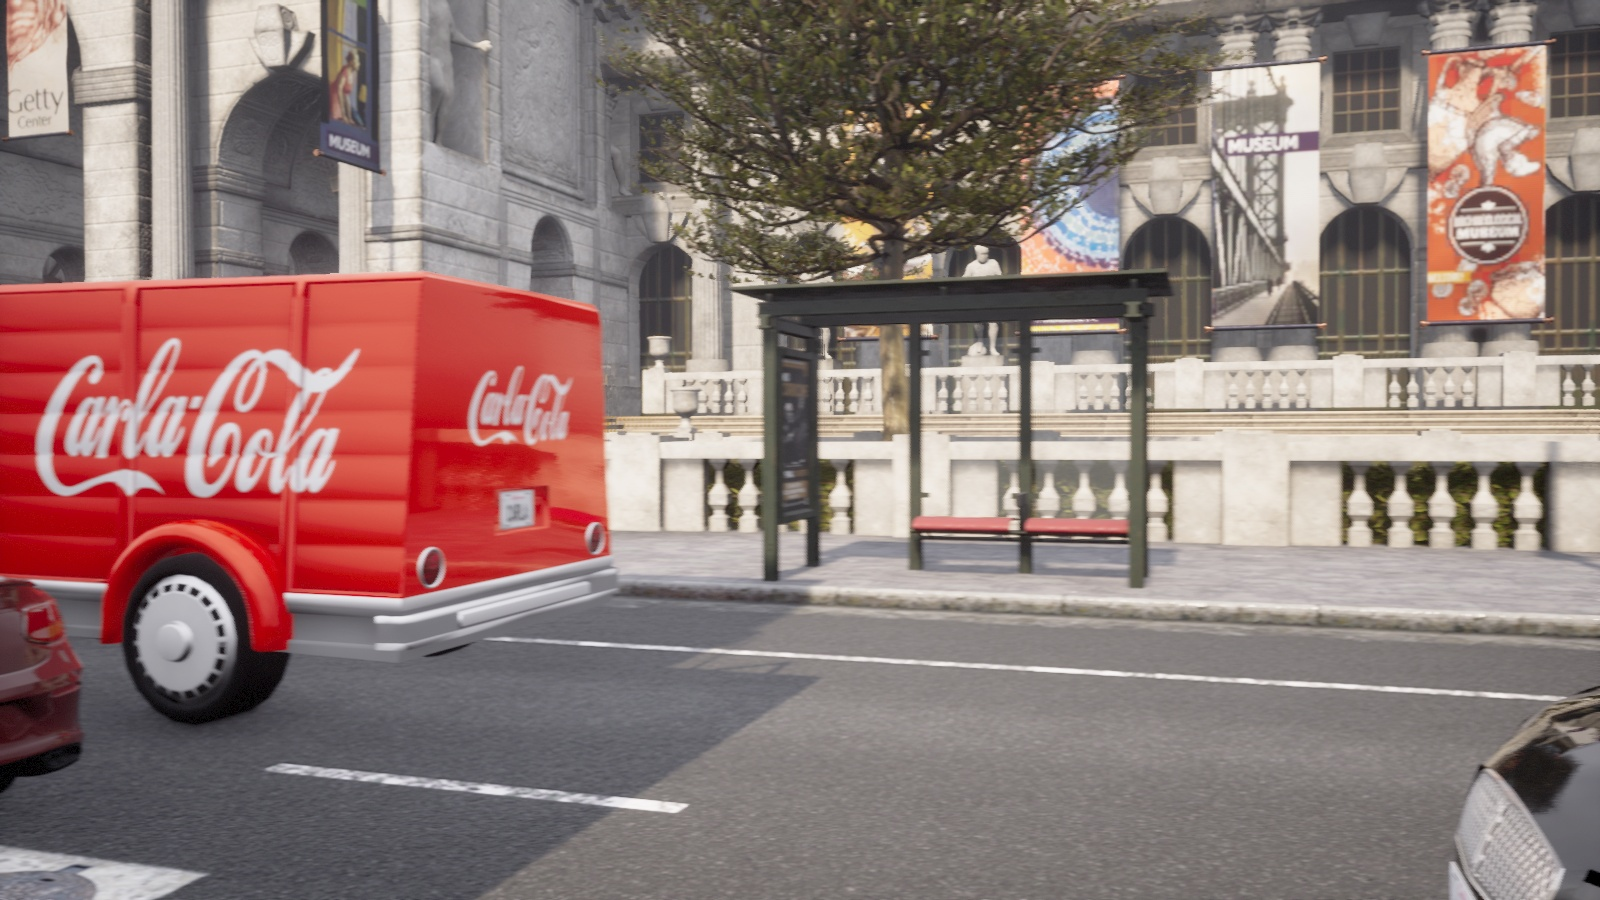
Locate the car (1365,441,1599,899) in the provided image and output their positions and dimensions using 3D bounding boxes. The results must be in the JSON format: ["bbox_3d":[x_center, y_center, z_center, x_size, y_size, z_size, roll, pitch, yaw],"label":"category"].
[{"bbox_3d":[3.687,0.765,1.963,4.902,1.511,2.128,1,1,18],"label":"car"}]

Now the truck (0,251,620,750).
[{"bbox_3d":[-4.140,0.197,8.275,5.204,2.467,2.627,1,1,18],"label":"truck"}]

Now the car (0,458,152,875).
[{"bbox_3d":[-5.100,0.755,4.910,4.674,1.442,1.812,1,1,19],"label":"car"}]
